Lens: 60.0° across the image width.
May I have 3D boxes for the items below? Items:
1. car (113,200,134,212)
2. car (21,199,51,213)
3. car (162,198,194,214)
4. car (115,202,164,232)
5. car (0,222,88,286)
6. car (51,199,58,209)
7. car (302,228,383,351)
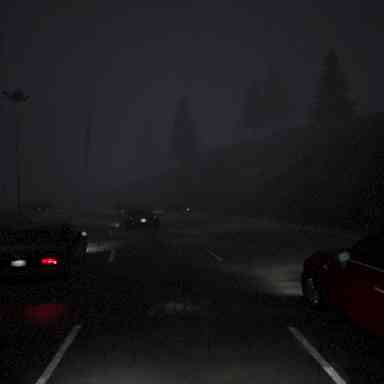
[{"bbox_3d":[-7.221,1.571,36.595,1.994,1.385,4.181,-1,0,-33],"label":"car"},{"bbox_3d":[-19.300,1.706,40.424,1.837,1.490,4.892,1,-1,-42],"label":"car"},{"bbox_3d":[-1.551,1.424,33.905,1.837,1.490,4.892,1,-1,-29],"label":"car"},{"bbox_3d":[-3.313,1.556,20.384,1.994,1.385,4.181,-1,0,-18],"label":"car"},{"bbox_3d":[-4.232,1.589,9.643,2.033,1.411,5.357,-1,0,-11],"label":"car"},{"bbox_3d":[-20.600,1.693,46.994,2.128,1.511,4.902,-1,0,-43],"label":"car"},{"bbox_3d":[3.328,1.279,4.795,2.097,1.767,4.553,-1,0,-4],"label":"car"}]
